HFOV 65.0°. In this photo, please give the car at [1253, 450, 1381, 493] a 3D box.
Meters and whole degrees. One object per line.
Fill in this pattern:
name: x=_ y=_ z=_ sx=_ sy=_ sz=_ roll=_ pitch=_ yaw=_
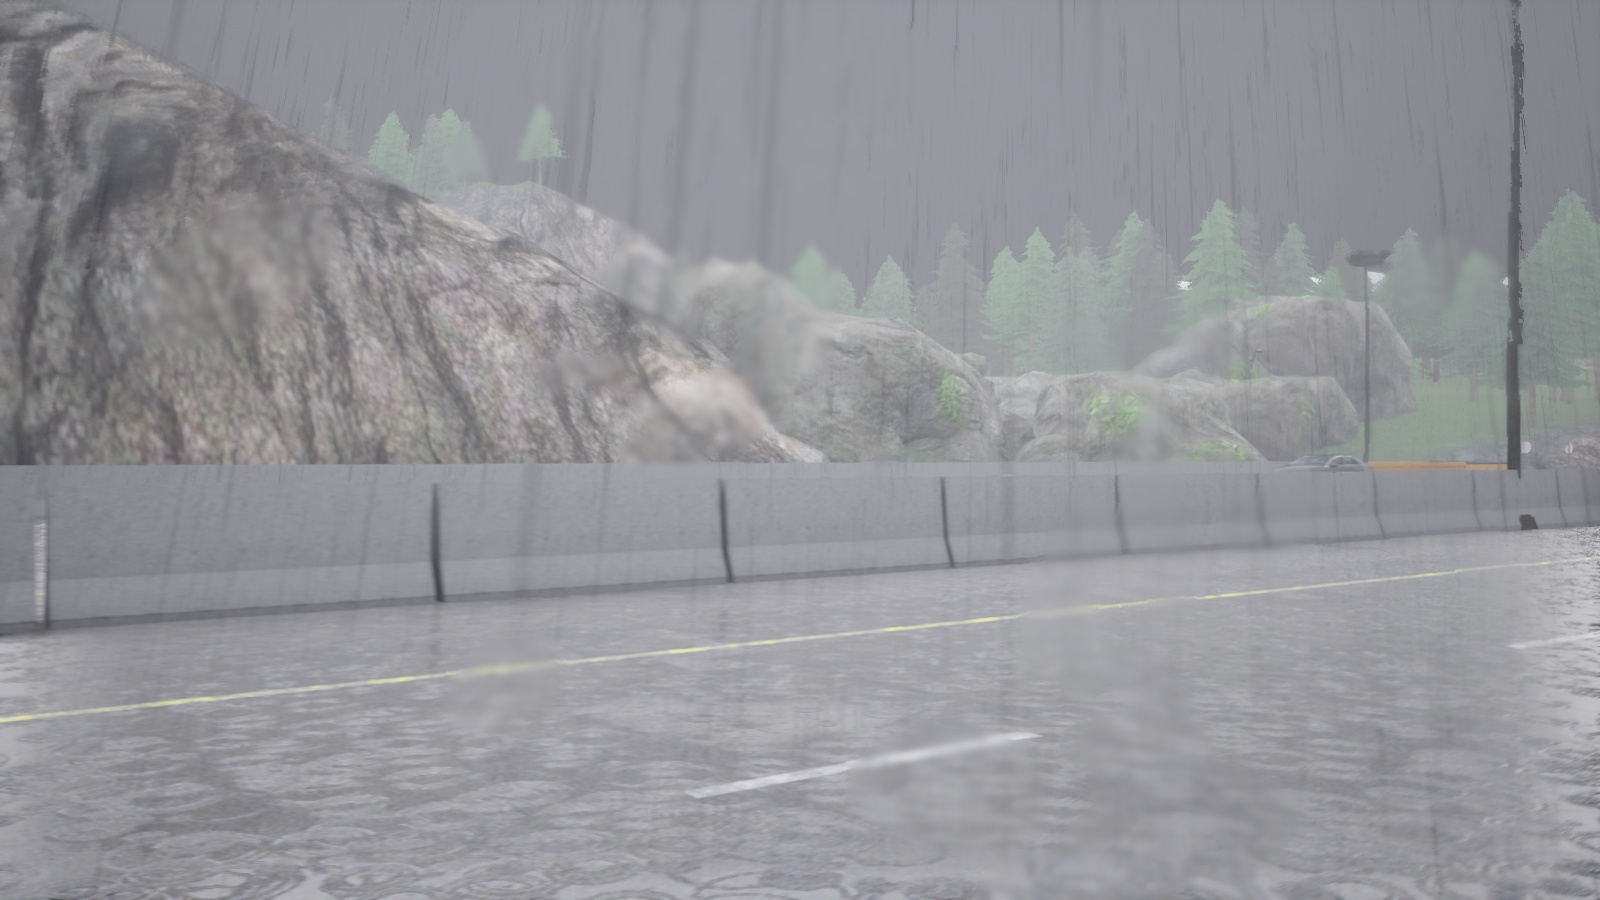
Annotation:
car: x=19.452 y=0.776 z=47.210 sx=4.902 sy=1.511 sz=2.128 roll=0 pitch=0 yaw=-35
